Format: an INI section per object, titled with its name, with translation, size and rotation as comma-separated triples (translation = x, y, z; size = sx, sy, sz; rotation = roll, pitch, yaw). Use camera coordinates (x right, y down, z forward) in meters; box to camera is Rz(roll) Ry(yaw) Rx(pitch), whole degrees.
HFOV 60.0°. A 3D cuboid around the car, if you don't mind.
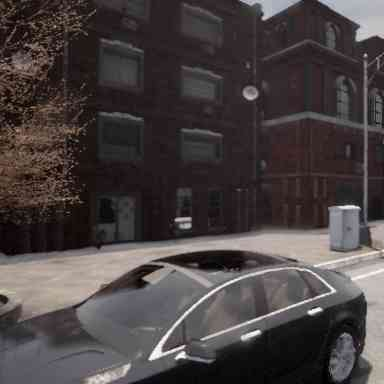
[car]
translation = 0.073, 1.502, 3.731
size = 4.892, 1.490, 1.837
rotation = 0, 0, -35
